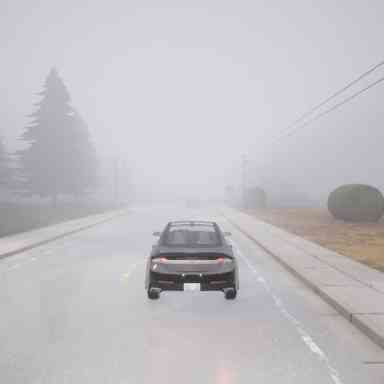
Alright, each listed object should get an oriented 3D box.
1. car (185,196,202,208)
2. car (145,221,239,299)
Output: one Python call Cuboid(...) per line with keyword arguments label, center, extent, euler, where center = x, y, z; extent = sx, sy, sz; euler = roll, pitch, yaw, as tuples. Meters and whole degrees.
Cuboid(label="car", center=(0.171, 1.337, 44.307), extent=(1.837, 1.490, 4.892), euler=(0, 0, 3))
Cuboid(label="car", center=(0.002, 1.466, 8.348), extent=(2.128, 1.511, 4.902), euler=(0, 0, 0))
